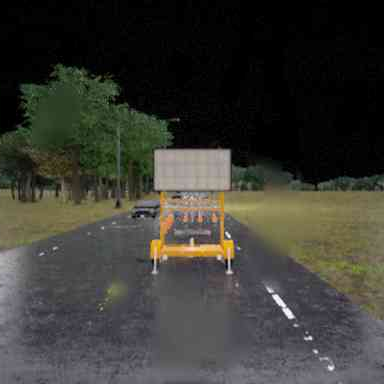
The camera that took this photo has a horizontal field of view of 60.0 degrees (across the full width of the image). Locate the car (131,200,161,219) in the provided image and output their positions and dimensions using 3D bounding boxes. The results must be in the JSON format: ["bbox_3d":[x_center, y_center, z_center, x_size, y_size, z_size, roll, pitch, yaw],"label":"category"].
[{"bbox_3d":[-3.524,1.331,26.438,2.033,1.411,5.357,0,0,0],"label":"car"}]

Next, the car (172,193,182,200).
[{"bbox_3d":[-3.045,0.897,67.359,1.895,1.301,4.718,0,1,1],"label":"car"}]

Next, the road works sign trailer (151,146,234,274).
[{"bbox_3d":[0.010,0.387,10.305,2.380,3.560,2.880,0,0,0],"label":"road works sign trailer"}]
